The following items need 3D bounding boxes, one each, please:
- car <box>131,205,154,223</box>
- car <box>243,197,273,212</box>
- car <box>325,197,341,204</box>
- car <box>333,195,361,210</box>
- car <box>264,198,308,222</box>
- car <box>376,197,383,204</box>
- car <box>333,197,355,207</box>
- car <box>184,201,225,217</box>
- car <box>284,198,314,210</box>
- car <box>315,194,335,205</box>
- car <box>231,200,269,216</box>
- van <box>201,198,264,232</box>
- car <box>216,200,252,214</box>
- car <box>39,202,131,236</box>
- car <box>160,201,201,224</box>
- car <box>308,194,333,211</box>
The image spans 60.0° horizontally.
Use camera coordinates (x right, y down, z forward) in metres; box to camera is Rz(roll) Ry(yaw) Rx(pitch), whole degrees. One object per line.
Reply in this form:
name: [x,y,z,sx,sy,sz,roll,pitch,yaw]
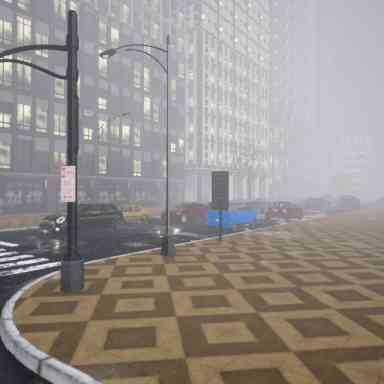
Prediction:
car: [-4.827,1.540,23.995,1.752,1.417,4.829,0,0,38]
car: [8.059,1.471,40.543,1.967,1.590,4.097,0,0,38]
car: [28.406,1.624,67.008,2.008,1.369,4.403,0,0,38]
car: [21.088,1.368,44.561,2.192,1.841,5.009,0,0,38]
car: [7.524,1.472,26.918,1.967,1.590,4.097,0,0,38]
car: [38.043,1.658,66.615,1.947,1.339,4.313,0,0,38]
car: [23.946,1.552,52.319,2.128,1.511,4.902,0,0,37]
car: [1.277,1.604,31.721,1.802,1.307,4.206,0,0,38]
car: [14.445,1.589,44.681,2.033,1.411,5.357,0,0,38]
car: [25.015,1.381,62.598,2.192,1.841,5.009,0,0,38]
car: [5.942,1.554,33.729,1.812,1.442,4.674,0,0,37]
van: [2.565,1.368,20.286,1.690,1.788,3.998,0,0,38]
car: [4.668,1.571,36.132,1.887,1.381,4.507,0,0,38]
car: [-5.929,1.366,18.296,2.097,1.767,4.553,0,0,37]
car: [-0.324,1.499,25.586,1.882,1.535,5.008,0,0,37]
car: [15.580,1.396,41.435,2.097,1.767,4.553,0,0,37]
